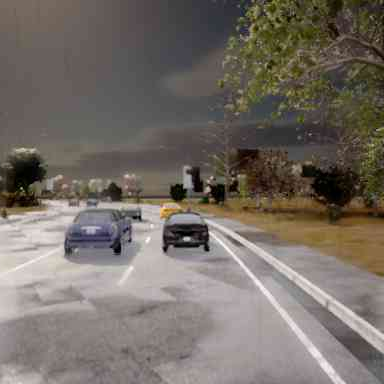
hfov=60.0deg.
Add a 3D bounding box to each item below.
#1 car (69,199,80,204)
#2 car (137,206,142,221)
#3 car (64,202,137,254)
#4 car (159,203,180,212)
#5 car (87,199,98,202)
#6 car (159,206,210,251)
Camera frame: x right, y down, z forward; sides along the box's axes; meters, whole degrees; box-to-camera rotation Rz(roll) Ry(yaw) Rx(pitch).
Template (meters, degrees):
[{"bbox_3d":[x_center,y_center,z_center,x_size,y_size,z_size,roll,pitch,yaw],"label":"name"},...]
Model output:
[{"bbox_3d":[-23.023,2.058,64.921,1.812,1.442,4.674,0,0,-23],"label":"car"},{"bbox_3d":[-5.348,1.860,29.356,1.895,1.301,4.718,0,0,-9],"label":"car"},{"bbox_3d":[-3.804,1.478,14.249,2.097,1.767,4.553,0,-1,-3],"label":"car"},{"bbox_3d":[-1.945,1.747,30.238,1.882,1.535,5.008,0,0,-9],"label":"car"},{"bbox_3d":[-19.886,2.042,66.489,1.882,1.535,5.008,0,-1,-23],"label":"car"},{"bbox_3d":[-0.334,1.611,14.835,1.882,1.535,5.008,0,0,-3],"label":"car"}]
